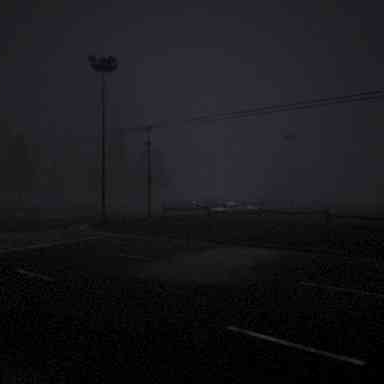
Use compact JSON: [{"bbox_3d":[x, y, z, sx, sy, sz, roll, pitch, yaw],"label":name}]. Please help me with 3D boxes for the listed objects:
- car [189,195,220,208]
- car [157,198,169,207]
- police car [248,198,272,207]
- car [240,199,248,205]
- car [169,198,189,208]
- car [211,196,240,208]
[{"bbox_3d":[2.089,1.718,56.016,2.097,1.767,4.553,0,0,37],"label":"car"},{"bbox_3d":[-4.143,1.886,59.350,1.882,1.535,5.008,0,0,37],"label":"car"},{"bbox_3d":[12.141,1.769,57.563,1.930,1.638,5.238,0,0,37],"label":"police car"},{"bbox_3d":[11.433,2.002,68.228,1.895,1.301,4.718,0,0,37],"label":"car"},{"bbox_3d":[-1.315,1.987,57.308,1.895,1.301,4.718,0,0,37],"label":"car"},{"bbox_3d":[5.540,1.873,54.782,1.812,1.442,4.674,0,0,37],"label":"car"}]
